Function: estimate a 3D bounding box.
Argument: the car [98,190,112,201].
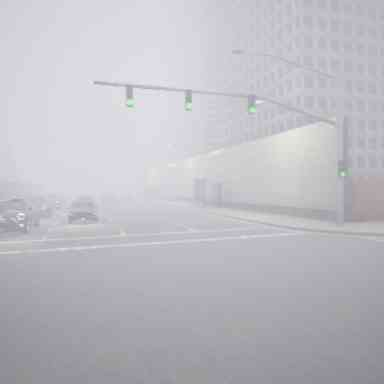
[{"bbox_3d":[-15.562,0.637,59.574,2.097,1.767,4.553,-1,1,-18],"label":"car"}]

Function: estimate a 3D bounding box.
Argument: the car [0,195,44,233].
[{"bbox_3d":[-9.559,1.182,17.718,2.097,1.767,4.553,-1,1,-16],"label":"car"}]

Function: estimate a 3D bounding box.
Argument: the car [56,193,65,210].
[{"bbox_3d":[-15.268,0.989,35.780,2.097,1.767,4.553,-1,1,-17],"label":"car"}]

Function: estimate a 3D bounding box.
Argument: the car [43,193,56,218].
[{"bbox_3d":[-12.212,1.092,26.133,2.097,1.767,4.553,-1,1,-18],"label":"car"}]

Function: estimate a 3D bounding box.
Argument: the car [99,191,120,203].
[{"bbox_3d":[-12.436,0.878,49.896,2.128,1.511,4.902,-1,1,-18],"label":"car"}]

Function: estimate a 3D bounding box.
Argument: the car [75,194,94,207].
[{"bbox_3d":[-13.648,1.065,42.261,2.033,1.411,5.357,-1,1,-18],"label":"car"}]

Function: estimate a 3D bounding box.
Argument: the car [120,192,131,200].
[{"bbox_3d":[-12.192,0.716,60.532,2.128,1.511,4.902,-1,1,-18],"label":"car"}]

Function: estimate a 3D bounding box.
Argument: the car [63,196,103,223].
[{"bbox_3d":[-7.589,1.268,23.207,2.033,1.411,5.357,-1,1,-18],"label":"car"}]
